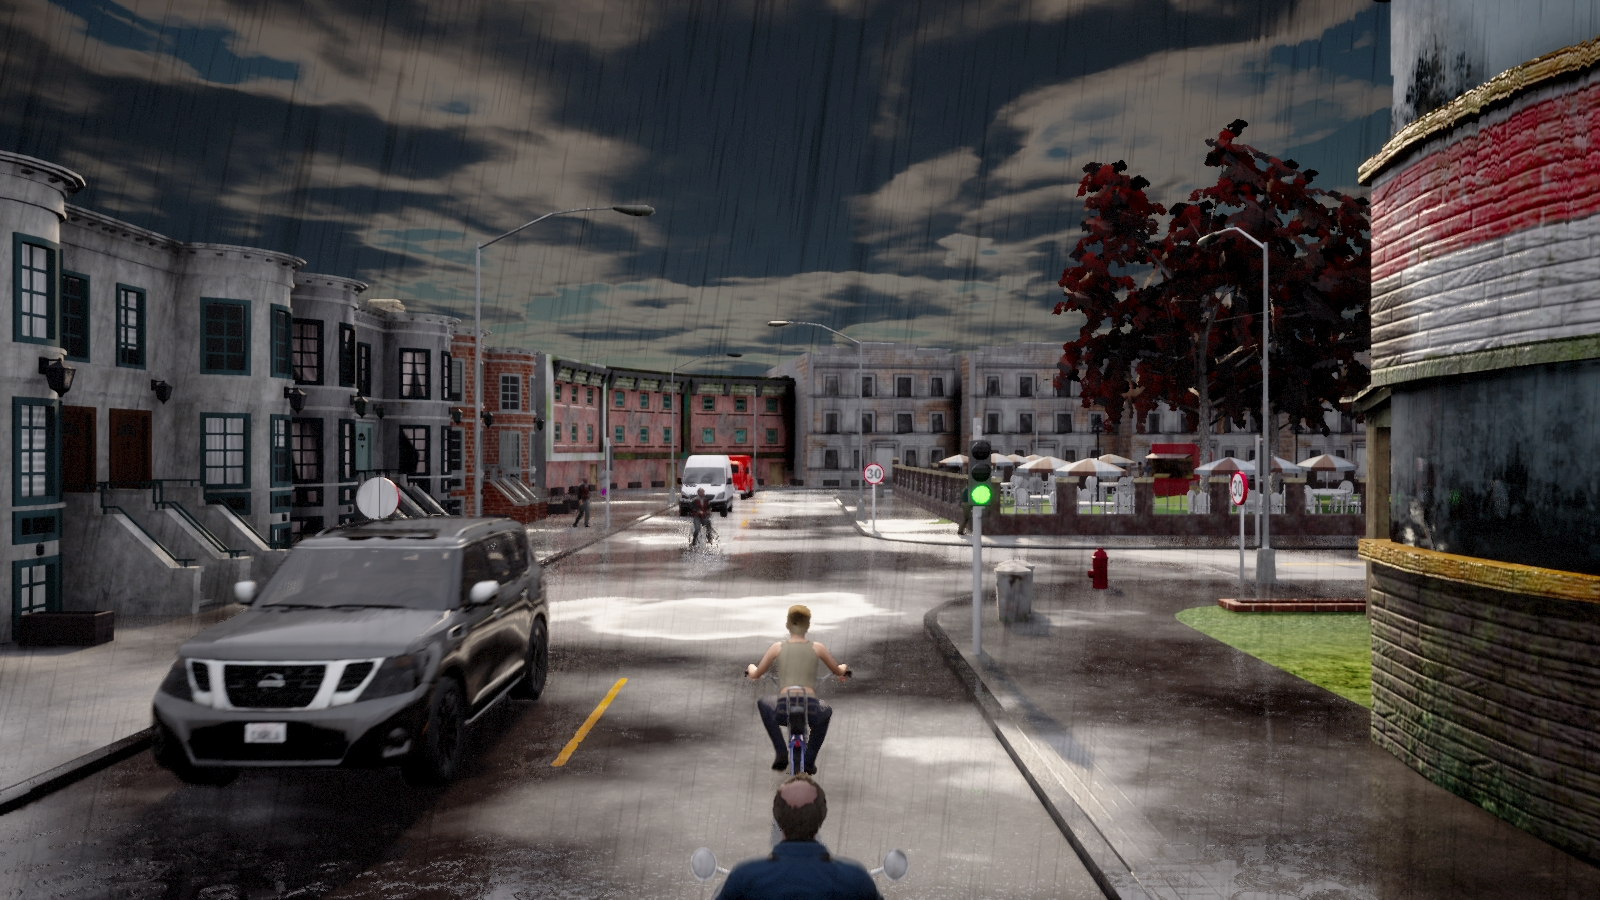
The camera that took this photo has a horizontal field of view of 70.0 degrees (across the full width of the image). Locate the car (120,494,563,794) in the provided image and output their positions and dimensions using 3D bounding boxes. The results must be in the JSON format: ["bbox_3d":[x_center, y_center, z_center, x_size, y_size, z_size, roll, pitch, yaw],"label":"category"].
[{"bbox_3d":[-3.999,1.558,11.309,2.150,2.045,5.566,0,0,0],"label":"car"}]

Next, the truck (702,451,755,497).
[{"bbox_3d":[-4.033,1.324,65.257,2.627,2.467,5.204,0,0,1],"label":"truck"}]

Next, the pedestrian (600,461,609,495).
[{"bbox_3d":[-10.688,1.515,62.603,0.375,1.860,0.375,0,0,13],"label":"pedestrian"}]

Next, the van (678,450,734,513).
[{"bbox_3d":[-4.034,1.301,49.797,1.988,2.561,5.915,0,0,0],"label":"van"}]

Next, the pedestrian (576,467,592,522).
[{"bbox_3d":[-7.366,1.513,38.974,0.375,1.860,0.375,0,0,32],"label":"pedestrian"}]

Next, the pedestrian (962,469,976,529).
[{"bbox_3d":[5.208,1.506,35.234,0.375,1.860,0.375,0,0,-1],"label":"pedestrian"}]

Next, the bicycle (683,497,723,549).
[{"bbox_3d":[-2.608,1.932,30.547,0.329,1.271,1.835,3,-1,-29],"label":"bicycle"}]
